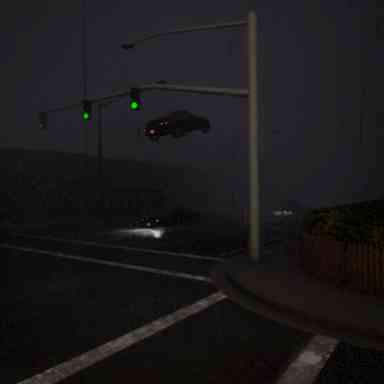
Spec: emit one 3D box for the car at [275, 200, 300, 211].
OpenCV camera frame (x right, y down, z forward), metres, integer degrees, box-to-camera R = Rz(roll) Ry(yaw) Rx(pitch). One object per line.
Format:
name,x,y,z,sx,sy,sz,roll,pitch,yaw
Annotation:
car,12.766,1.778,44.163,2.033,1.411,5.357,-1,-1,36

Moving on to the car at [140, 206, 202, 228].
car,-1.358,1.758,24.217,2.033,1.411,5.357,-1,-1,35

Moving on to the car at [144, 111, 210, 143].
car,-0.801,-3.843,18.871,1.812,1.442,4.674,-1,13,35
